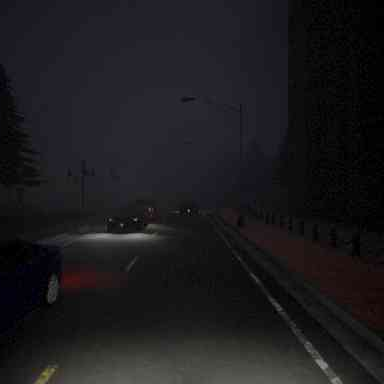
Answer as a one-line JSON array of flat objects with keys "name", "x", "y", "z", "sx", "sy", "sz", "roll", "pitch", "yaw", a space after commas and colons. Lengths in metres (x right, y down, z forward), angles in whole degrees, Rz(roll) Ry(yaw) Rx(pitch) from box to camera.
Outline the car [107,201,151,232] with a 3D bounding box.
[{"name": "car", "x": -3.855, "y": 1.525, "z": 20.428, "sx": 1.812, "sy": 1.442, "sz": 4.674, "roll": 0, "pitch": 0, "yaw": -1}]

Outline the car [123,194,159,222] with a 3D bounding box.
[{"name": "car", "x": -3.845, "y": 1.274, "z": 26.554, "sx": 2.097, "sy": 1.767, "sz": 4.553, "roll": 0, "pitch": 0, "yaw": -1}]

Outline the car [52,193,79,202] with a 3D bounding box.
[{"name": "car", "x": -25.714, "y": 1.399, "z": 67.885, "sx": 3.806, "sy": 1.475, "sz": 1.970, "roll": 0, "pitch": 0, "yaw": -1}]

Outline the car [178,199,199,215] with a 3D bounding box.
[{"name": "car", "x": -0.342, "y": 1.505, "z": 33.879, "sx": 1.837, "sy": 1.490, "sz": 4.892, "roll": 0, "pitch": 0, "yaw": -1}]

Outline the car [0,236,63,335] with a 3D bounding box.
[{"name": "car", "x": -3.640, "y": 1.482, "z": 5.073, "sx": 1.882, "sy": 1.535, "sz": 5.008, "roll": 0, "pitch": 0, "yaw": -1}]

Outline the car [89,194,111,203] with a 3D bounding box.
[{"name": "car", "x": -18.253, "y": 1.389, "z": 65.007, "sx": 3.633, "sy": 1.501, "sz": 1.845, "roll": 0, "pitch": 0, "yaw": -1}]

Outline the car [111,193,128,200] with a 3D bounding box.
[{"name": "car", "x": -18.821, "y": 1.092, "z": 86.490, "sx": 3.866, "sy": 1.878, "sz": 1.905, "roll": 0, "pitch": 0, "yaw": -1}]

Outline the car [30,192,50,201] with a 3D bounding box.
[{"name": "car", "x": -36.868, "y": 1.335, "z": 79.727, "sx": 3.633, "sy": 1.501, "sz": 1.845, "roll": 0, "pitch": 0, "yaw": -1}]

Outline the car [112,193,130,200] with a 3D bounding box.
[{"name": "car", "x": -18.369, "y": 1.112, "z": 83.590, "sx": 4.605, "sy": 1.855, "sz": 1.932, "roll": 0, "pitch": 0, "yaw": -1}]
